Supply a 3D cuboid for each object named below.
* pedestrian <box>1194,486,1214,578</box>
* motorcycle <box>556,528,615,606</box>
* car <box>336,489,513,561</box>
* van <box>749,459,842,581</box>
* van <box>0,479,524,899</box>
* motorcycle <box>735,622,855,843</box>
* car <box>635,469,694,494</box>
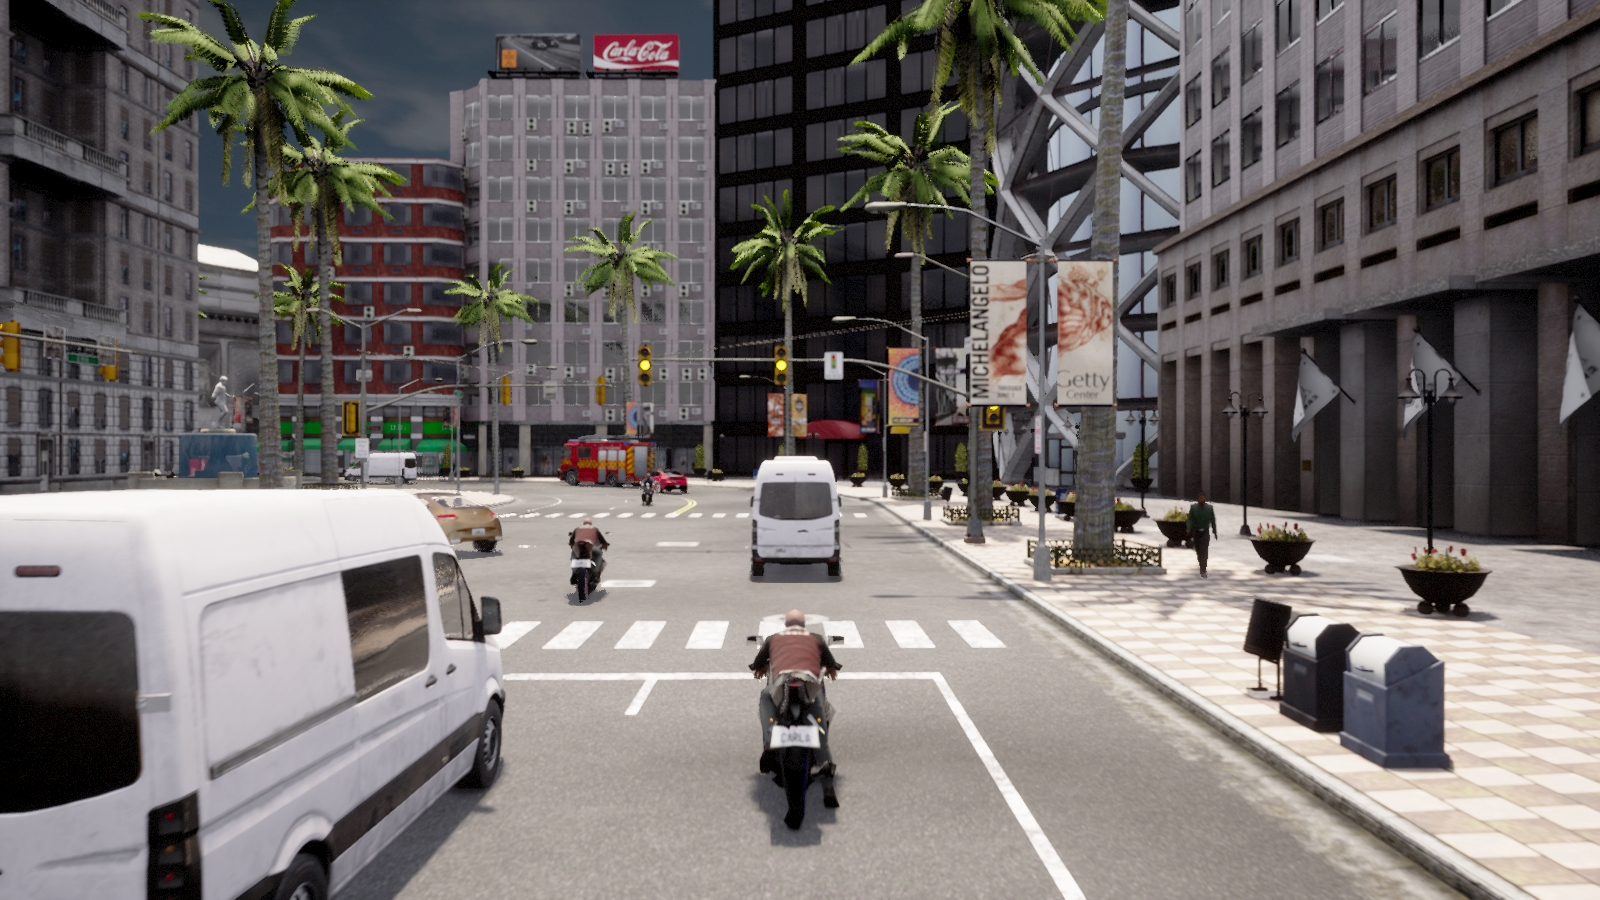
[{"bbox_3d":[8.381,1.690,23.704,0.375,1.860,0.375,0,0,21],"label":"pedestrian"},{"bbox_3d":[-4.066,2.199,21.860,0.867,1.251,2.209,0,0,-4],"label":"motorcycle"},{"bbox_3d":[-10.363,1.983,31.352,5.027,1.651,2.152,0,0,38],"label":"car"},{"bbox_3d":[-0.103,1.527,27.409,1.988,2.561,5.915,0,0,0],"label":"van"},{"bbox_3d":[-3.537,1.530,7.599,1.988,2.561,5.915,0,0,0],"label":"van"},{"bbox_3d":[-0.038,2.202,9.332,0.867,1.251,2.209,0,0,0],"label":"motorcycle"},{"bbox_3d":[-8.830,2.041,74.277,2.231,1.480,4.892,0,0,-27],"label":"car"}]
